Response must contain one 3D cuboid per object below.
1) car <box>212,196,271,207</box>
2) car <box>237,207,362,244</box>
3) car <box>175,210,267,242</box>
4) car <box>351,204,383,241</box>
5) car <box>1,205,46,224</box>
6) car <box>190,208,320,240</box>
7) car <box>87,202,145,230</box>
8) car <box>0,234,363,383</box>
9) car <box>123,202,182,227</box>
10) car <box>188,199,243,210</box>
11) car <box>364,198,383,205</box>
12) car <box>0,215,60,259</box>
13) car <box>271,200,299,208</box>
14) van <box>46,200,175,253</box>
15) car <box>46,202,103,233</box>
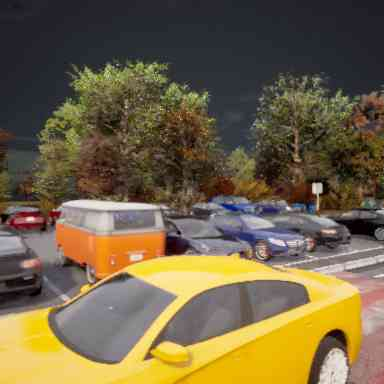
[{"bbox_3d":[3.734,1.374,29.343,2.435,2.045,5.566,1,0,-36],"label":"car"},{"bbox_3d":[4.386,1.596,14.330,2.002,1.452,4.674,1,0,-36],"label":"car"},{"bbox_3d":[-0.178,1.532,10.997,2.163,1.488,4.792,1,0,-36],"label":"car"},{"bbox_3d":[8.967,1.606,17.639,2.097,1.535,5.008,1,0,-36],"label":"car"},{"bbox_3d":[-9.927,1.503,19.530,2.163,1.488,4.792,1,0,-36],"label":"car"},{"bbox_3d":[2.093,1.569,12.679,2.002,1.452,4.674,1,0,-36],"label":"car"},{"bbox_3d":[-5.330,1.526,22.811,2.097,1.535,5.008,1,0,-36],"label":"car"},{"bbox_3d":[-0.156,1.506,3.573,5.008,1.535,1.882,1,-1,-36],"label":"car"},{"bbox_3d":[-3.043,1.554,24.467,2.231,1.521,4.892,1,0,-36],"label":"car"},{"bbox_3d":[1.525,1.604,27.787,2.231,1.521,4.892,1,0,-36],"label":"car"},{"bbox_3d":[13.562,1.401,20.933,2.435,2.045,5.566,1,0,-36],"label":"car"},{"bbox_3d":[-4.773,1.490,7.707,2.002,1.452,4.674,1,0,-36],"label":"car"},{"bbox_3d":[8.438,1.538,32.701,2.185,1.767,4.553,1,-1,-36],"label":"car"},{"bbox_3d":[-2.552,1.250,9.461,1.878,1.987,4.442,1,0,-36],"label":"van"},{"bbox_3d":[-7.619,1.499,21.157,2.097,1.535,5.008,1,0,-36],"label":"car"}]
